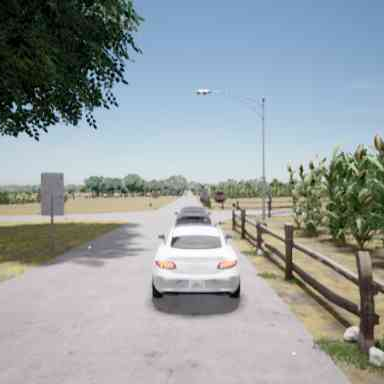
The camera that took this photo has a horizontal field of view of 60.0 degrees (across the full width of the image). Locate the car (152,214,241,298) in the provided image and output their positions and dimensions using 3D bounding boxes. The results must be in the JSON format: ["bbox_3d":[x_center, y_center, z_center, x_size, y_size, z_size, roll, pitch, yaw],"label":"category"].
[{"bbox_3d":[0.085,1.522,8.372,1.812,1.442,4.674,0,0,0],"label":"car"}]

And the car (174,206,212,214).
[{"bbox_3d":[0.064,1.525,18.415,1.837,1.490,4.892,0,0,0],"label":"car"}]
